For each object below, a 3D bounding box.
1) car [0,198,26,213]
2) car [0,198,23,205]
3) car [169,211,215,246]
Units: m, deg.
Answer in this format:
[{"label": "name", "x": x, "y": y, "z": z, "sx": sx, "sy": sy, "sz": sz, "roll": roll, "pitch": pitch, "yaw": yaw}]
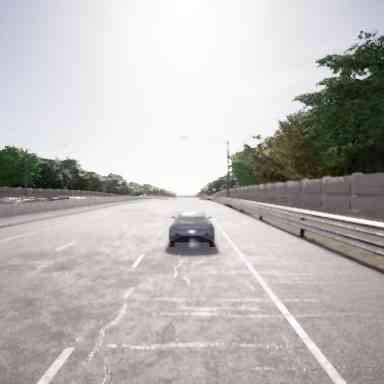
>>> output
[{"label": "car", "x": -21.022, "y": 1.500, "z": 37.709, "sx": 1.837, "sy": 1.490, "sz": 4.892, "roll": 0, "pitch": 0, "yaw": 0}, {"label": "car", "x": -17.578, "y": 1.488, "z": 30.451, "sx": 2.128, "sy": 1.511, "sz": 4.902, "roll": 0, "pitch": 0, "yaw": 0}, {"label": "car", "x": -0.007, "y": 1.567, "z": 15.395, "sx": 1.994, "sy": 1.385, "sz": 4.181, "roll": 0, "pitch": 0, "yaw": 0}]
